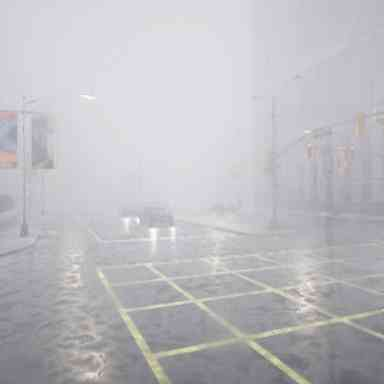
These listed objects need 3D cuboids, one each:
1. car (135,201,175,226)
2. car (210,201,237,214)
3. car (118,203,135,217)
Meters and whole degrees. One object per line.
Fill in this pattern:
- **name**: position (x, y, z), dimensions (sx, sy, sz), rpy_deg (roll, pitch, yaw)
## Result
- **car**: position (-2.842, 1.745, 26.098), dimensions (1.837, 1.490, 4.892), rpy_deg (0, -1, -22)
- **car**: position (3.809, 1.831, 40.743), dimensions (1.812, 1.442, 4.674), rpy_deg (0, -1, -22)
- **car**: position (-6.596, 1.911, 35.458), dimensions (1.994, 1.385, 4.181), rpy_deg (0, -1, -22)
